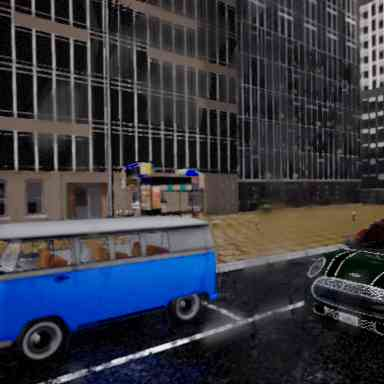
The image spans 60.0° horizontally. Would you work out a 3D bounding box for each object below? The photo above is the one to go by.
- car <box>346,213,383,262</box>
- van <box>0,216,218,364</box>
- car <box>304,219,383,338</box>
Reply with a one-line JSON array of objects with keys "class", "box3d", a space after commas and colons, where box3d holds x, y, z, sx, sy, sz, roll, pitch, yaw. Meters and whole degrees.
[{"class": "car", "box3d": [7.722, 1.521, 12.077, 4.507, 1.381, 1.887, 0, -1, -35]}, {"class": "van", "box3d": [-1.442, 1.338, 5.549, 3.998, 1.788, 1.690, 0, -1, -35]}, {"class": "car", "box3d": [4.216, 1.339, 6.381, 4.553, 1.767, 2.097, 0, 0, -35]}]
